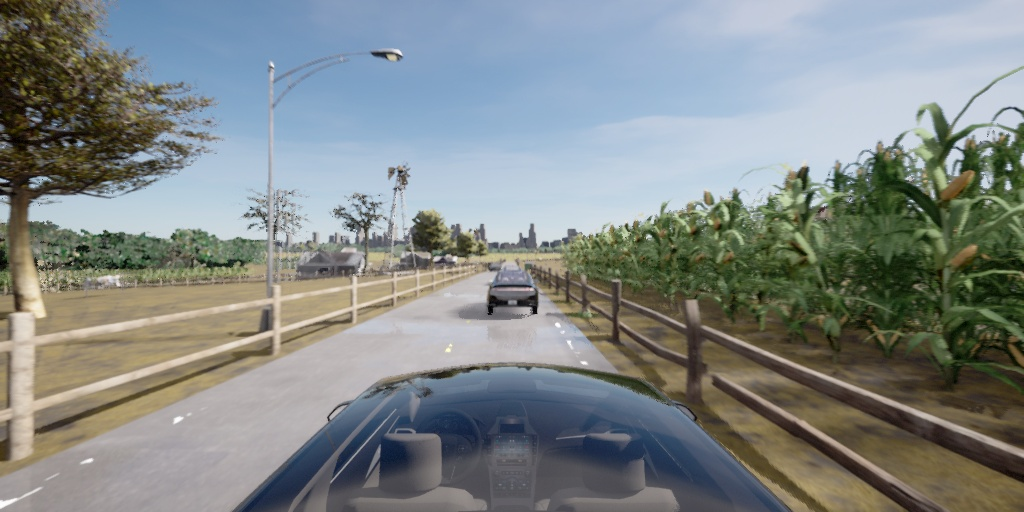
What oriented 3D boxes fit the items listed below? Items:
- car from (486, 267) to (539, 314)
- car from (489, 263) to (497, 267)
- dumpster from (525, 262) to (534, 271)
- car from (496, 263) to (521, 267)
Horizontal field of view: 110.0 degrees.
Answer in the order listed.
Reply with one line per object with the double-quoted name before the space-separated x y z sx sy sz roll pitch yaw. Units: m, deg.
"car" 0.042 1.347 14.272 2.128 1.511 4.902 0 0 1
"car" -2.801 1.934 60.634 1.882 1.535 5.008 0 -1 1
"dumpster" 3.116 1.917 64.763 1.020 1.700 1.940 0 0 0
"car" 0.040 1.497 29.288 2.128 1.511 4.902 0 -1 0
